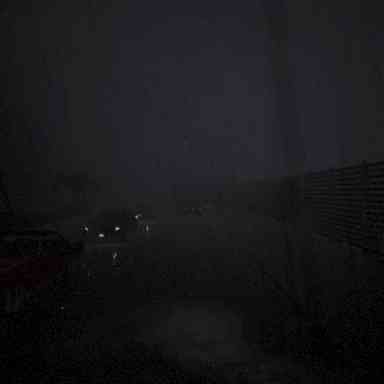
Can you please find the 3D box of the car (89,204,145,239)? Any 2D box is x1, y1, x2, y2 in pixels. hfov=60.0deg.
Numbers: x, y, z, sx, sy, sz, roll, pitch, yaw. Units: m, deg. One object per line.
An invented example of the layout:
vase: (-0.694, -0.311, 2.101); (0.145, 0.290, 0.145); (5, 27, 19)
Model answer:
car: (-4.052, 1.558, 17.549); (2.033, 1.411, 5.357); (0, 0, 0)

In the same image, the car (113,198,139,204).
car: (-8.041, 1.506, 43.667); (5.008, 1.535, 1.882); (0, 0, 22)

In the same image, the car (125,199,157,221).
car: (-3.998, 1.581, 27.534); (1.994, 1.385, 4.181); (0, 0, 0)

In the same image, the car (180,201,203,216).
car: (-0.057, 1.567, 32.296); (2.033, 1.411, 5.357); (0, 0, -5)

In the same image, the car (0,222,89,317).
car: (-4.092, 1.606, 7.576); (1.895, 1.301, 4.718); (0, 0, 0)
